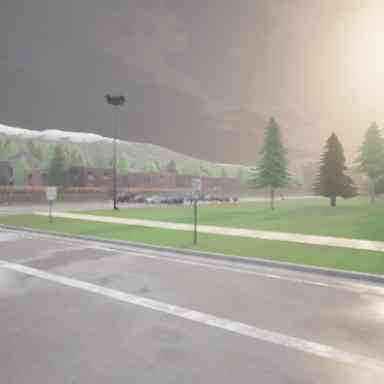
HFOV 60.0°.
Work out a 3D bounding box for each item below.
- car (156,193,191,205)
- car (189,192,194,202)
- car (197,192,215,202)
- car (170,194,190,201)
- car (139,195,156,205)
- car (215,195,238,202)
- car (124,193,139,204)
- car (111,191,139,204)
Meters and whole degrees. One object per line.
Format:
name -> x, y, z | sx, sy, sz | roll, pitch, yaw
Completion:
car -> -2.836, 1.257, 51.892 | 1.882, 1.535, 5.008 | 0, 0, 35
car -> 0.315, 0.947, 68.502 | 2.150, 2.045, 5.566 | 1, 0, 35
car -> 3.607, 1.276, 67.126 | 1.812, 1.442, 4.674 | 0, 0, 35
car -> -2.544, 1.246, 70.521 | 1.994, 1.385, 4.181 | 0, 0, 35
car -> -5.812, 1.281, 53.732 | 1.812, 1.442, 4.674 | 0, 0, 35
car -> 7.290, 1.337, 66.268 | 2.033, 1.411, 5.357 | 0, 0, 35
car -> -8.616, 1.257, 55.809 | 1.812, 1.442, 4.674 | 0, 0, 35
car -> -11.422, 0.928, 57.880 | 2.150, 2.045, 5.566 | 0, 0, 36
